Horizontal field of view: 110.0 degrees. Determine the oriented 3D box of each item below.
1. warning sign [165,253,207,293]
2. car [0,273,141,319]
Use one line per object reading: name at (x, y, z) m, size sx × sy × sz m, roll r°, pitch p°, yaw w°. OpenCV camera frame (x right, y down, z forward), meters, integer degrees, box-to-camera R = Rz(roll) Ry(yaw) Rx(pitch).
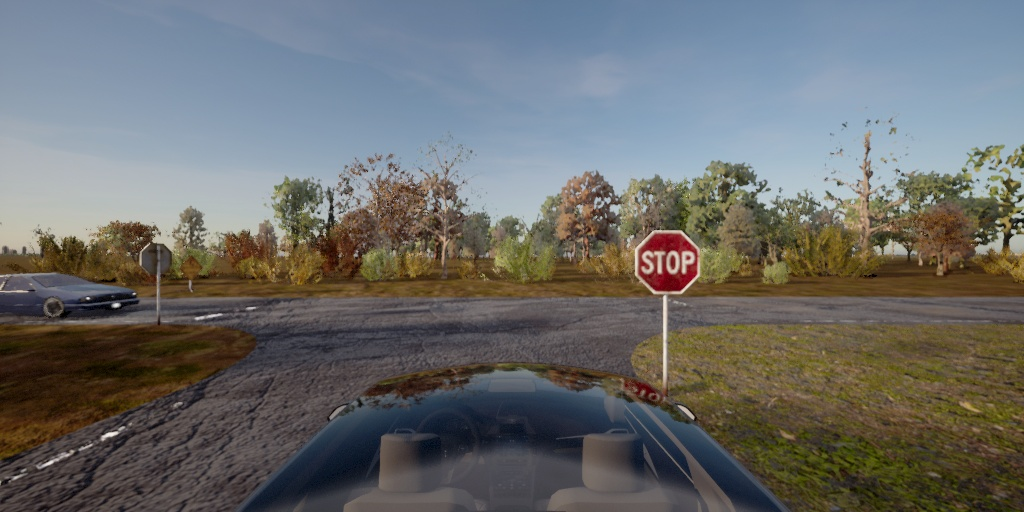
warning sign at (-16.165, 0.884, 18.029) m, size 1.060 × 1.860 × 1.300 m, roll 0°, pitch 0°, yaw 0°
car at (-16.208, 1.300, 12.279) m, size 5.357 × 1.411 × 2.033 m, roll 0°, pitch 0°, yaw 0°
